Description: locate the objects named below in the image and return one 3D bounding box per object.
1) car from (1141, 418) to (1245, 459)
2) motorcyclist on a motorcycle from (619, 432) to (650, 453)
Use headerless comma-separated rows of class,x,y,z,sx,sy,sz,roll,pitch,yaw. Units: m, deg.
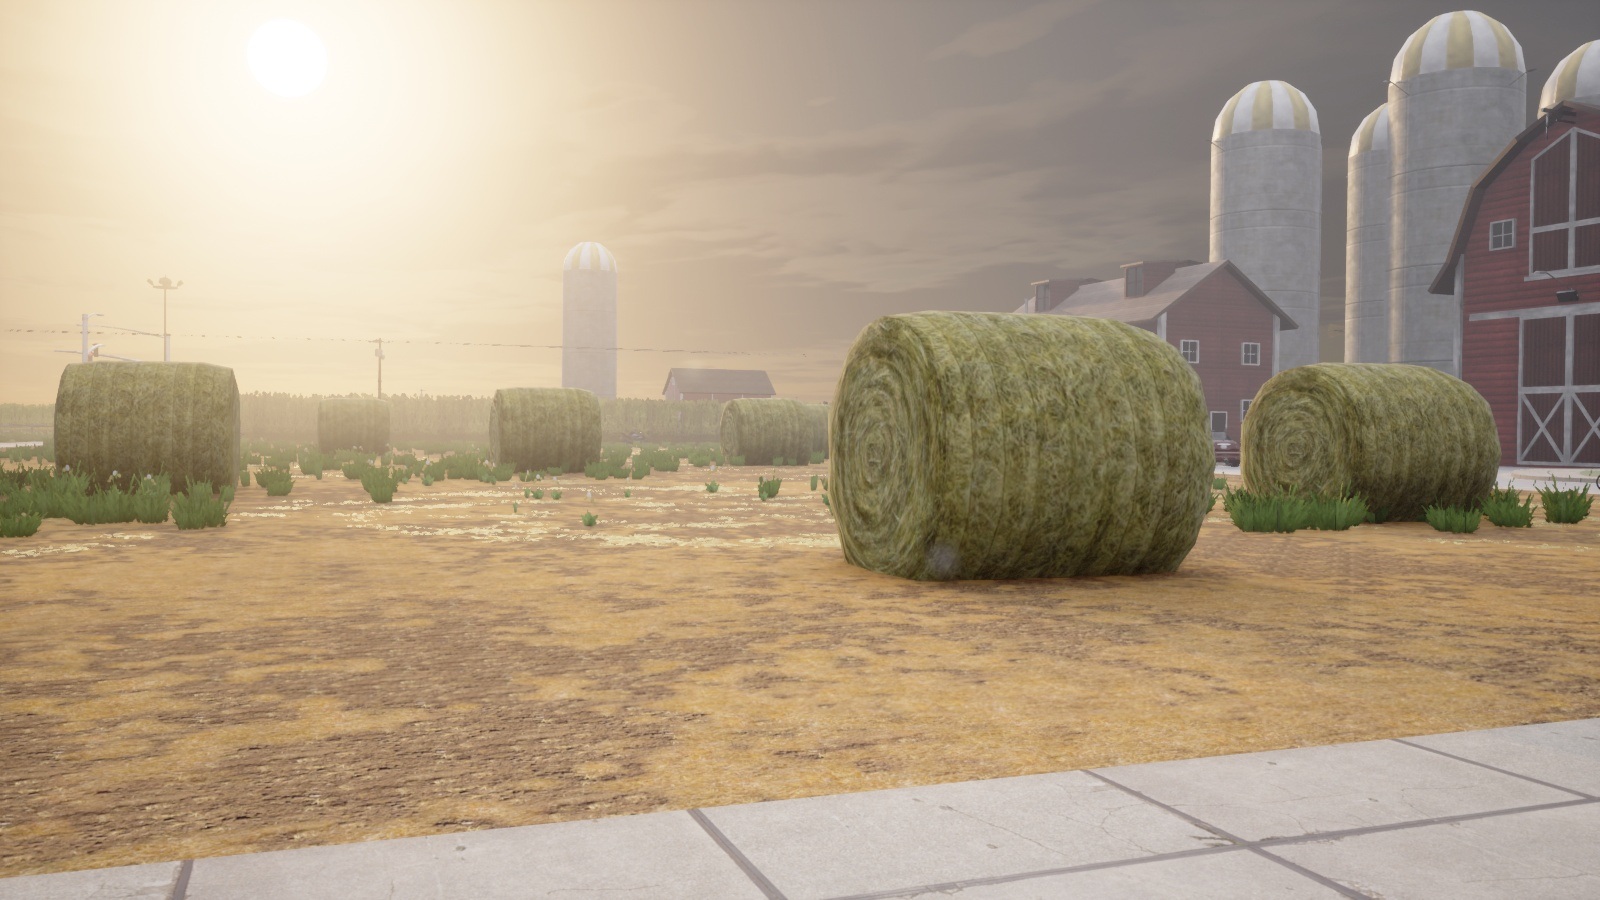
car,17.814,-0.506,57.208,2.097,1.767,4.553,-1,0,-22
motorcyclist on a motorcycle,-12.501,-0.578,95.020,2.191,1.530,0.866,-1,1,-21
